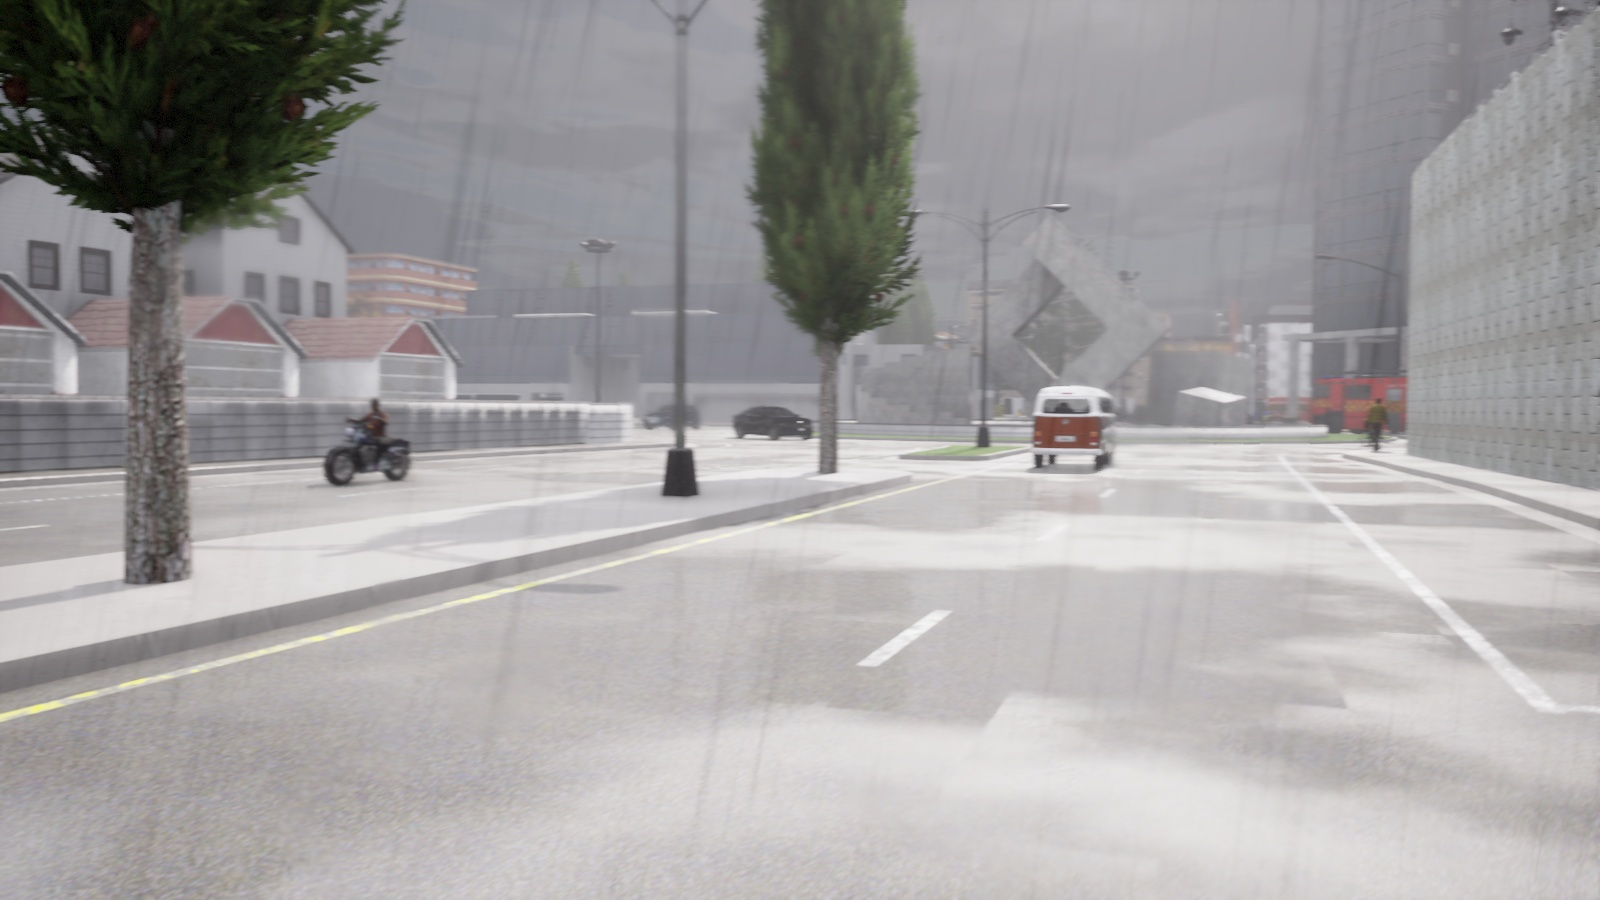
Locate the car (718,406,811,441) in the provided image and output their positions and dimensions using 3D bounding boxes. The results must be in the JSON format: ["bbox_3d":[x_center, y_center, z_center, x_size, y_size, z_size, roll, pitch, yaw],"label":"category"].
[{"bbox_3d":[-1.667,-1.232,56.992,1.882,1.535,5.008,-1,2,-32],"label":"car"}]

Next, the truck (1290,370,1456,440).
[{"bbox_3d":[33.421,-2.652,73.636,2.891,3.827,8.468,-1,2,-34],"label":"truck"}]

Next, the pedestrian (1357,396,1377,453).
[{"bbox_3d":[18.619,-0.846,41.240,0.370,1.835,0.726,2,3,39],"label":"pedestrian"}]

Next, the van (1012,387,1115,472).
[{"bbox_3d":[6.894,-0.578,32.549,2.069,2.038,4.480,1,2,18],"label":"van"}]

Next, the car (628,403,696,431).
[{"bbox_3d":[-8.474,-2.039,77.496,2.033,1.649,4.856,1,2,23],"label":"car"}]

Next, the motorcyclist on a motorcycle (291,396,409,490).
[{"bbox_3d":[-8.292,-0.161,23.293,0.766,1.649,2.350,1,2,18],"label":"motorcyclist on a motorcycle"}]
